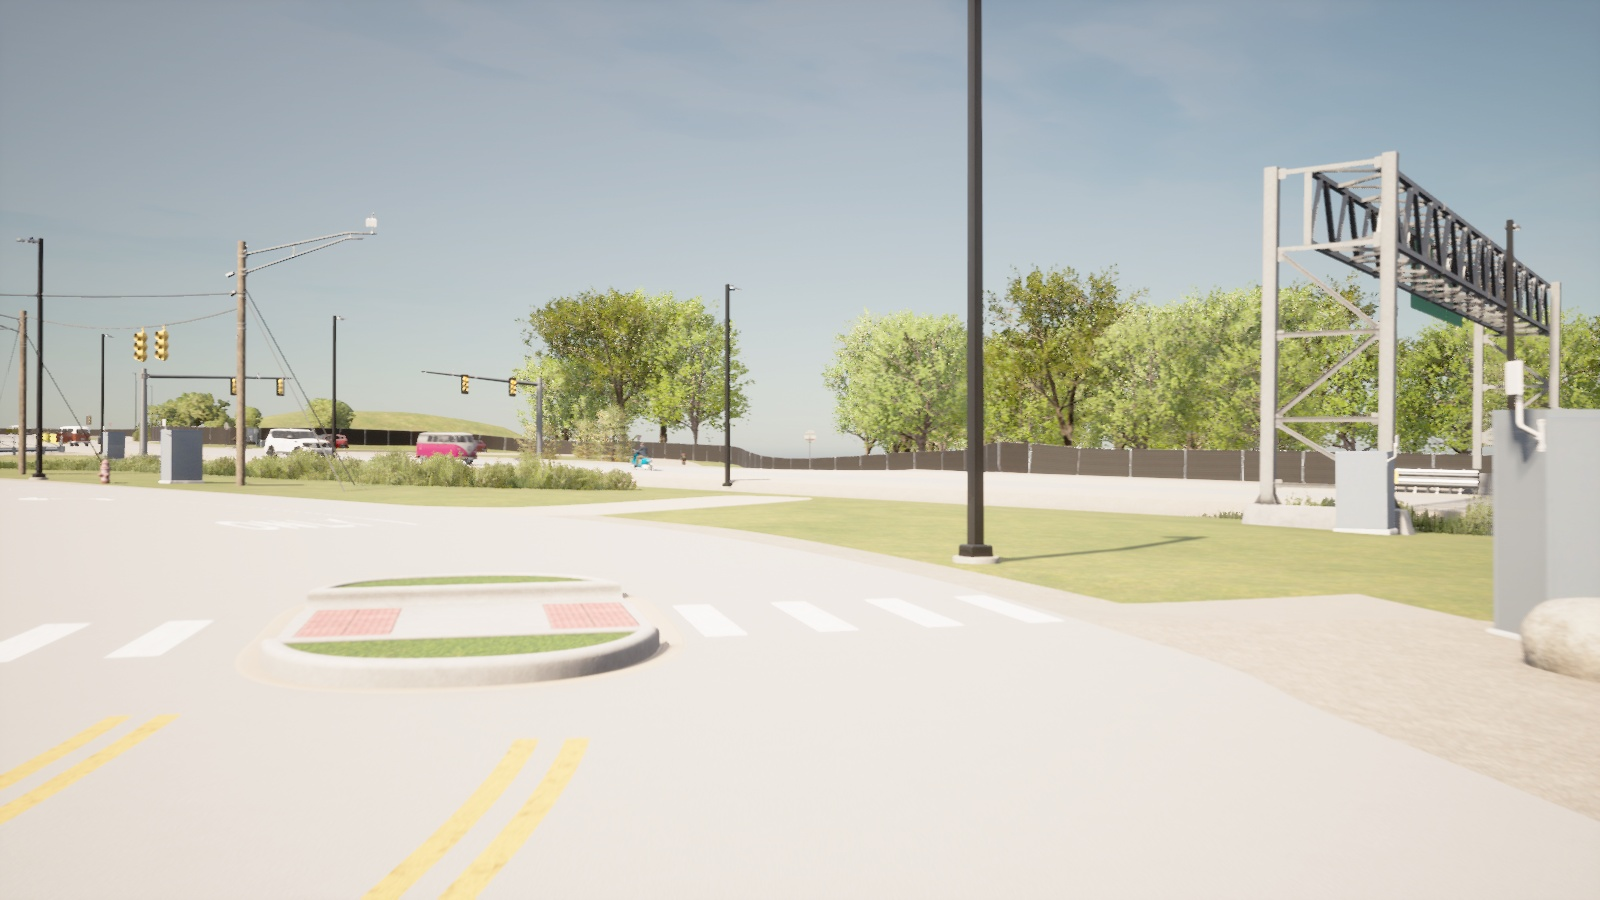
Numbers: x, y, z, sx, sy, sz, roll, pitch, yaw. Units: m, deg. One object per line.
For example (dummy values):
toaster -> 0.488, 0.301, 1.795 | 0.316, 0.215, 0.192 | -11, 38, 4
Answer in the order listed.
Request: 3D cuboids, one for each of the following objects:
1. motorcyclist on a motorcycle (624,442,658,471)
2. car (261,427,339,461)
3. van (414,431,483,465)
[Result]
motorcyclist on a motorcycle -> -9.109, 0.362, 71.750 | 1.817, 1.590, 0.866 | 1, 0, 38
car -> -32.327, -0.402, 81.089 | 5.566, 2.045, 2.150 | 1, 0, 38
van -> -21.624, -0.125, 77.132 | 4.442, 1.987, 1.775 | 1, 0, 38
